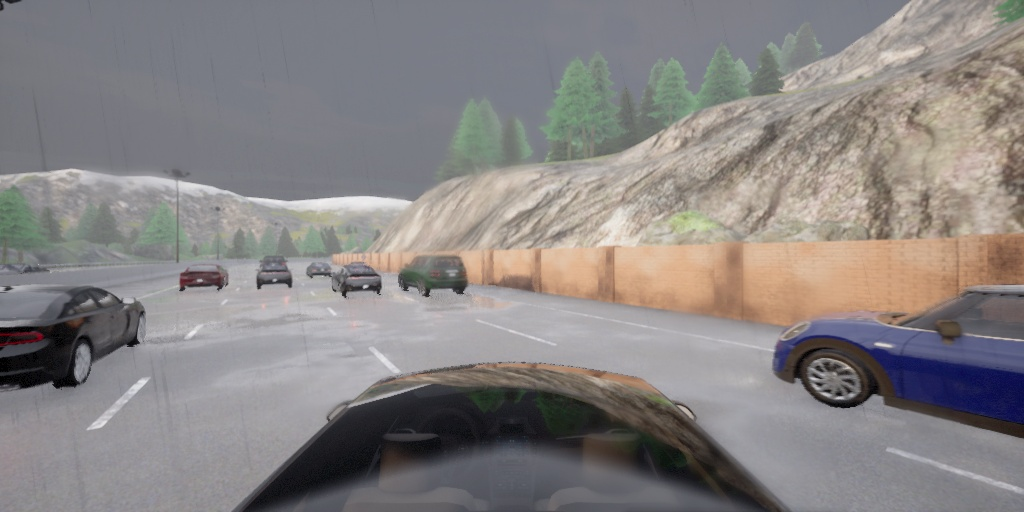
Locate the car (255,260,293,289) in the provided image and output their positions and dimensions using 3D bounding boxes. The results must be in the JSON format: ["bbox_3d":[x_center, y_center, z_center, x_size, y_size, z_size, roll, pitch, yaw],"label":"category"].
[{"bbox_3d":[-15.364,1.239,23.213,2.128,1.511,4.902,0,0,-34],"label":"car"}]

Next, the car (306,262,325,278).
[{"bbox_3d":[-18.017,1.295,33.478,2.033,1.411,5.357,0,0,-34],"label":"car"}]

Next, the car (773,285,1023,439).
[{"bbox_3d":[5.827,1.102,4.091,2.097,1.767,4.553,0,0,-34],"label":"car"}]

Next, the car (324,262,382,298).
[{"bbox_3d":[-8.246,1.240,18.869,2.128,1.511,4.902,0,0,-34],"label":"car"}]

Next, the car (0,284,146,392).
[{"bbox_3d":[-8.197,1.227,6.202,1.882,1.535,5.008,0,0,-34],"label":"car"}]

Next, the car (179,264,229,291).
[{"bbox_3d":[-18.777,1.226,22.023,1.882,1.535,5.008,0,0,-34],"label":"car"}]

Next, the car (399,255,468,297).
[{"bbox_3d":[-4.344,0.973,19.332,2.150,2.045,5.566,0,0,-34],"label":"car"}]

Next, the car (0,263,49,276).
[{"bbox_3d":[-32.426,1.242,23.264,2.128,1.511,4.902,0,0,-33],"label":"car"}]

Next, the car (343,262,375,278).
[{"bbox_3d":[-15.396,1.294,35.847,2.033,1.411,5.357,0,0,-34],"label":"car"}]

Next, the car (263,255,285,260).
[{"bbox_3d":[-23.575,0.969,35.489,2.150,2.045,5.566,0,0,-34],"label":"car"}]
